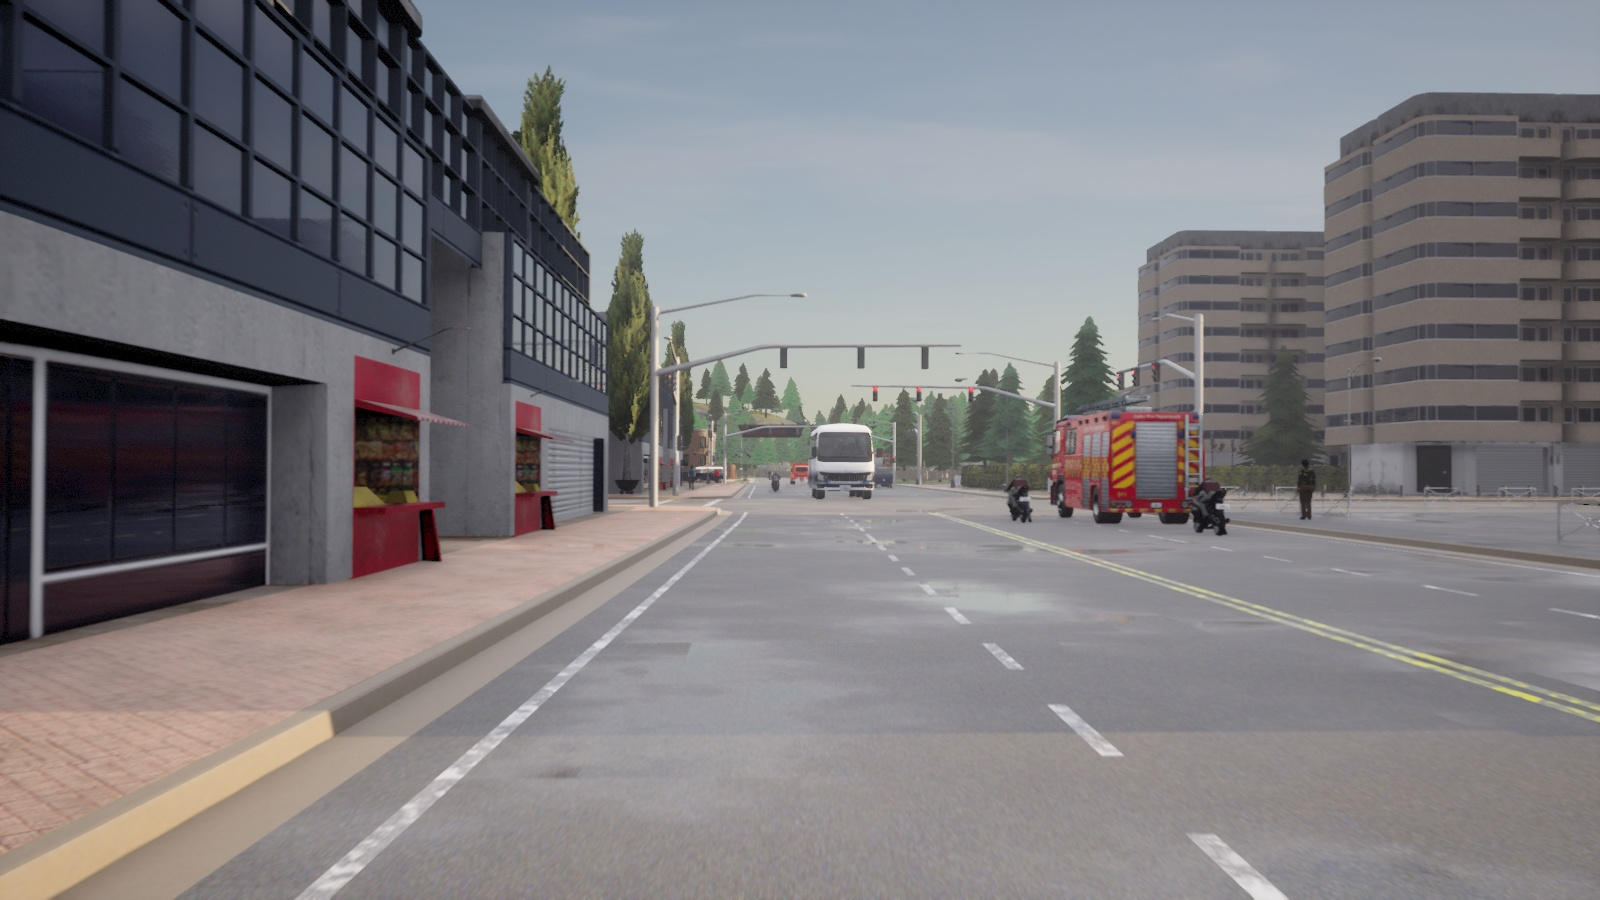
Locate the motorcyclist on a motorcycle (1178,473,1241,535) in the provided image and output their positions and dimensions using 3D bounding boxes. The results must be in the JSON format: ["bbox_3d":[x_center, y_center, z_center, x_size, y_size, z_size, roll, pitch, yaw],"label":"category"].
[{"bbox_3d":[10.422,1.345,32.056,0.866,1.530,2.191,0,-1,0],"label":"motorcyclist on a motorcycle"}]

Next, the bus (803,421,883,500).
[{"bbox_3d":[2.333,0.648,72.860,3.944,4.253,10.273,0,-1,-2],"label":"bus"}]

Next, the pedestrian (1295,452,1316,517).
[{"bbox_3d":[15.240,1.046,37.850,0.395,1.930,0.692,0,-1,6],"label":"pedestrian"}]

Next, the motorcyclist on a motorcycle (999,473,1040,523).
[{"bbox_3d":[6.884,1.484,39.520,0.866,1.530,2.191,0,-1,0],"label":"motorcyclist on a motorcycle"}]

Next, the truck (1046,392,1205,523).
[{"bbox_3d":[10.361,0.296,41.047,2.891,3.827,8.468,0,-1,-1],"label":"truck"}]
